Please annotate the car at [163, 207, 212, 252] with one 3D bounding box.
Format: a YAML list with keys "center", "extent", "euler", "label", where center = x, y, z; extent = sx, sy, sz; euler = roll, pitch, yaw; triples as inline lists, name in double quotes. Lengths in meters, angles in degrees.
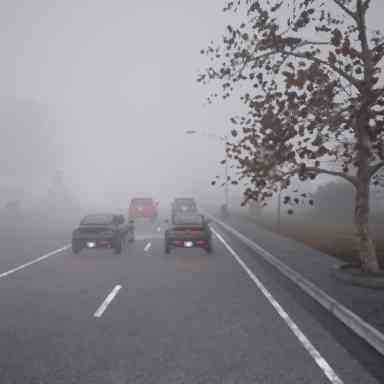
- center: [-0.176, 1.642, 14.457]
  extent: [1.837, 1.490, 4.892]
  euler: [0, 0, -1]
  label: "car"

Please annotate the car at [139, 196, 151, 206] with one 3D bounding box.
- center: [-10.032, 1.884, 71.723]
  extent: [2.150, 2.045, 5.566]
  euler: [0, -1, -3]
  label: "car"

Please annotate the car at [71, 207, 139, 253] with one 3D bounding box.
- center: [-3.675, 1.642, 14.374]
  extent: [1.837, 1.490, 4.892]
  euler: [0, 0, -1]
  label: "car"

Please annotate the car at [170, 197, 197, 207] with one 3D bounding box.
- center: [-0.716, 1.487, 29.268]
  extent: [2.150, 2.045, 5.566]
  euler: [0, 0, -3]
  label: "car"

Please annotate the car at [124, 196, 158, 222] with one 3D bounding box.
- center: [-4.212, 1.487, 29.102]
  extent: [2.150, 2.045, 5.566]
  euler: [0, 0, -3]
  label: "car"
